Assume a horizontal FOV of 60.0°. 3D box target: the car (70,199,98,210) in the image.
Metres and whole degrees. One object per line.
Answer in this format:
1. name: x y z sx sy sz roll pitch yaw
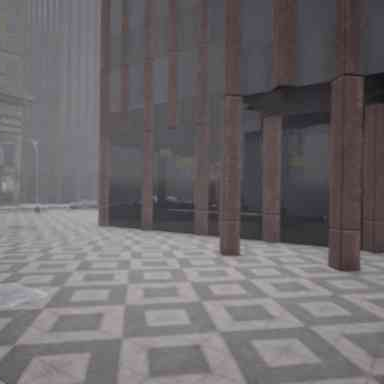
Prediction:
1. car: -13.051 1.516 41.611 1.994 1.385 4.181 1 0 36
